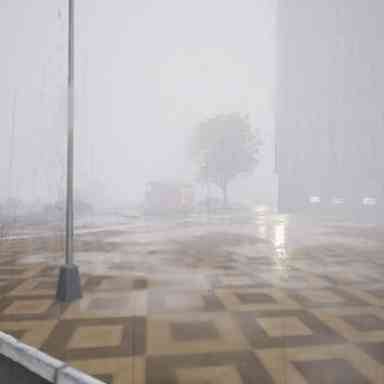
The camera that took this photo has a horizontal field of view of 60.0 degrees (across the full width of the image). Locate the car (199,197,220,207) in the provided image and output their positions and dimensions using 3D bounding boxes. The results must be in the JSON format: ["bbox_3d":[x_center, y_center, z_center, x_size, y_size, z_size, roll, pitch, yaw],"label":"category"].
[{"bbox_3d":[2.569,1.434,51.001,1.812,1.442,4.674,1,1,39],"label":"car"}]

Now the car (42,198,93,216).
[{"bbox_3d":[-12.068,1.412,32.483,1.882,1.535,5.008,1,1,38],"label":"car"}]

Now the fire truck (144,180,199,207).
[{"bbox_3d":[-3.148,0.199,48.902,2.891,3.827,8.468,1,1,38],"label":"fire truck"}]
